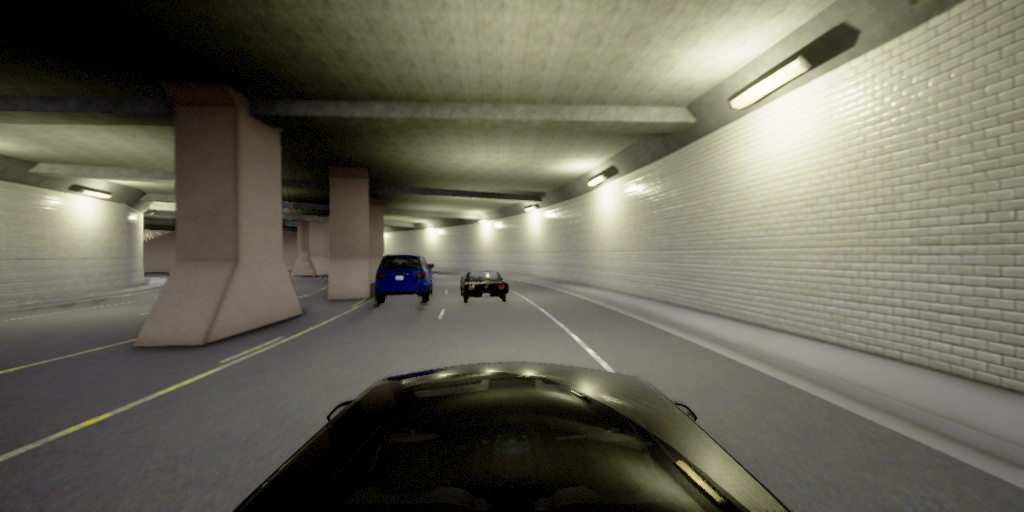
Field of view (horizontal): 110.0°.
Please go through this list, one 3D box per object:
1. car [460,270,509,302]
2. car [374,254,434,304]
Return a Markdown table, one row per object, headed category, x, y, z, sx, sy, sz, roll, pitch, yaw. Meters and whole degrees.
| category | x | y | z | sx | sy | sz | roll | pitch | yaw |
| --- | --- | --- | --- | --- | --- | --- | --- | --- | --- |
| car | -1.422 | 1.296 | 16.712 | 1.895 | 1.301 | 4.718 | -1 | 0 | -10 |
| car | -4.872 | 0.948 | 16.669 | 2.150 | 2.045 | 5.566 | 0 | 0 | -10 |
